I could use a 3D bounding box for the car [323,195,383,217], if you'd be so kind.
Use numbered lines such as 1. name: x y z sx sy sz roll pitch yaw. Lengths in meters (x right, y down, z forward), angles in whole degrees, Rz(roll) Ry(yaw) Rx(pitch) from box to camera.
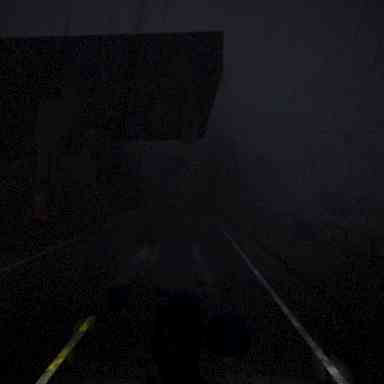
1. car: 12.674 1.157 25.906 3.806 1.475 1.970 0 0 -1

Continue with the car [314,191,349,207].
1. car: 13.265 0.847 29.232 3.866 1.878 1.905 0 0 -1

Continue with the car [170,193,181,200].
1. car: -3.526 1.007 69.320 1.994 1.385 4.181 0 0 0

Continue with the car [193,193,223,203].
1. car: 2.479 0.949 51.896 4.674 1.442 1.812 -1 0 0

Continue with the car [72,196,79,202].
1. car: -20.373 0.968 51.810 5.357 1.411 2.033 1 1 0

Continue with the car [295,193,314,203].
1. car: 18.580 0.905 51.951 4.892 1.490 1.837 0 0 0

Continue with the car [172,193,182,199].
1. car: -3.530 0.930 79.157 1.994 1.385 4.181 0 0 0
